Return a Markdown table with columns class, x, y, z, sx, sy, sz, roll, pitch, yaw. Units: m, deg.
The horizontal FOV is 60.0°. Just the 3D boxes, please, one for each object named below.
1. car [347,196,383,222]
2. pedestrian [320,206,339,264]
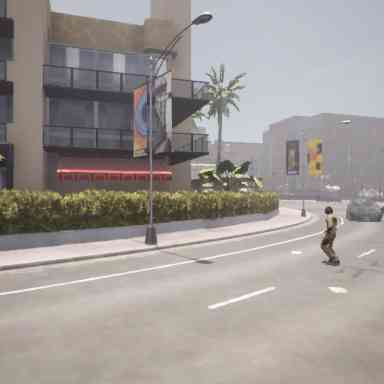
| class | x | y | z | sx | sy | sz | roll | pitch | yaw |
| --- | --- | --- | --- | --- | --- | --- | --- | --- | --- |
| car | 13.447 | 1.352 | 26.118 | 2.097 | 1.767 | 4.553 | 0 | 0 | 21 |
| pedestrian | 4.306 | 1.294 | 10.366 | 0.375 | 1.860 | 0.375 | 0 | 0 | -45 |
